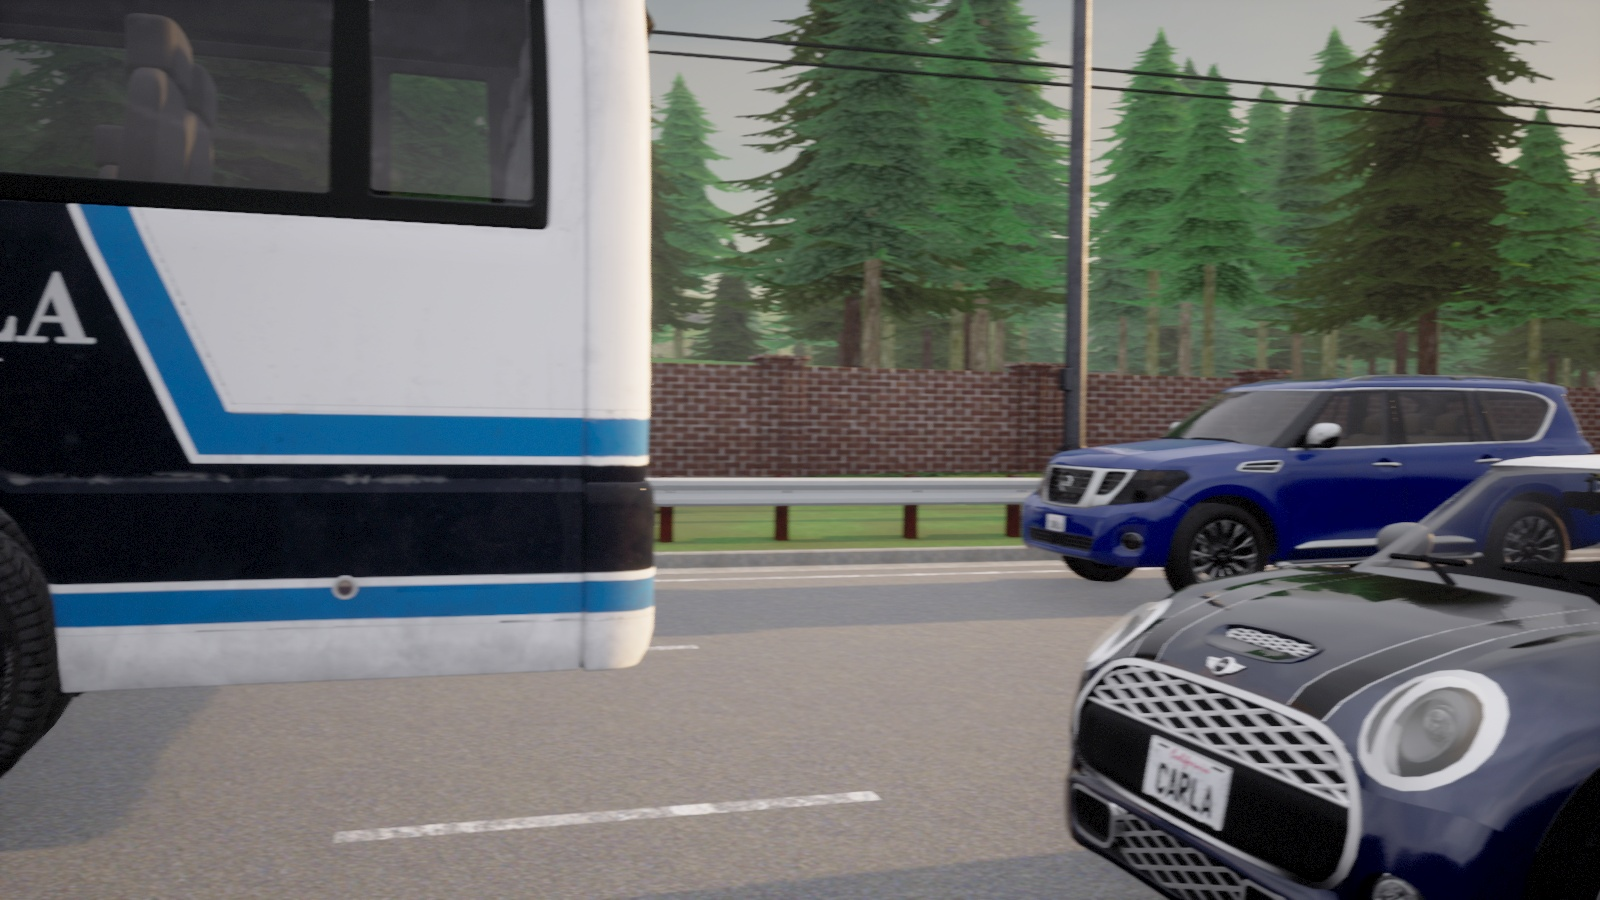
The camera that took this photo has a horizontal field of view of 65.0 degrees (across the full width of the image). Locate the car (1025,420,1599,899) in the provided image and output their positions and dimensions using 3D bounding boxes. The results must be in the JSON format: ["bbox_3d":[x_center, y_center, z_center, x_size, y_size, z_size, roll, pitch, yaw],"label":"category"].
[{"bbox_3d":[2.916,0.644,4.102,3.806,1.475,1.970,-1,1,-16],"label":"car"}]

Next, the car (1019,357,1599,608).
[{"bbox_3d":[5.125,0.198,12.044,5.566,2.045,2.150,-1,1,-16],"label":"car"}]

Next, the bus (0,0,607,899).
[{"bbox_3d":[-6.213,-0.645,5.034,10.273,4.253,3.944,-1,1,-16],"label":"bus"}]
